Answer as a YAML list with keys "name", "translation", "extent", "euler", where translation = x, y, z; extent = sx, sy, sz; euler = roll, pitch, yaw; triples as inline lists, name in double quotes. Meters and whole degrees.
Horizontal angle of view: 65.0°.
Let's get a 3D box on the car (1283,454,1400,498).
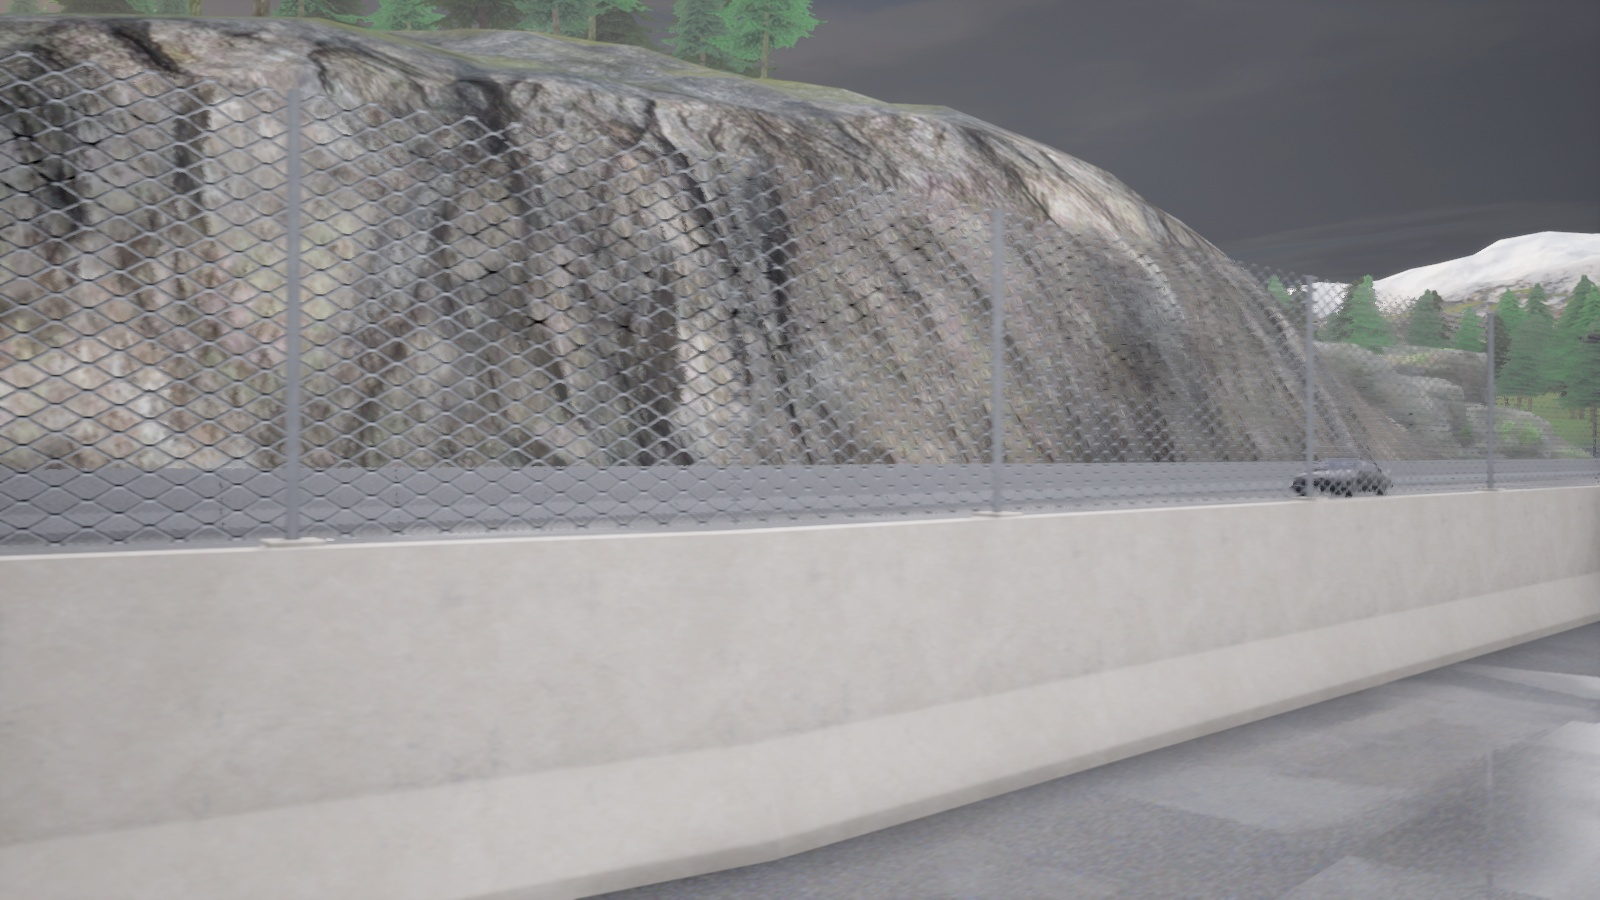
- name: "car"
  translation: [19.021, 0.866, 43.974]
  extent: [2.033, 1.411, 5.357]
  euler: [0, 0, 44]
